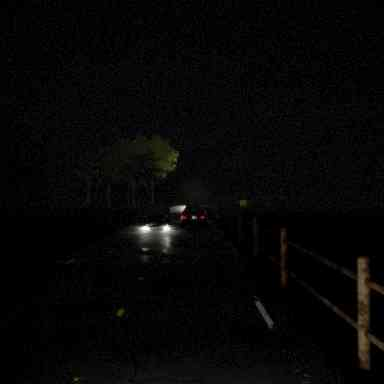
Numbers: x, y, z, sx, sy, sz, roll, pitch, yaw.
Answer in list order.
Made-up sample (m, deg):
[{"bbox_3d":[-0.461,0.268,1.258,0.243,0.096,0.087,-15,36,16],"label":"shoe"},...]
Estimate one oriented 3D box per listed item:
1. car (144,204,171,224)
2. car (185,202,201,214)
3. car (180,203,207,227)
[{"bbox_3d":[-2.745,1.748,27.383,1.882,1.535,5.008,0,-1,0],"label":"car"},{"bbox_3d":[0.110,2.032,41.865,1.994,1.385,4.181,0,-1,0],"label":"car"},{"bbox_3d":[0.106,1.789,24.699,2.033,1.411,5.357,0,-1,0],"label":"car"}]
